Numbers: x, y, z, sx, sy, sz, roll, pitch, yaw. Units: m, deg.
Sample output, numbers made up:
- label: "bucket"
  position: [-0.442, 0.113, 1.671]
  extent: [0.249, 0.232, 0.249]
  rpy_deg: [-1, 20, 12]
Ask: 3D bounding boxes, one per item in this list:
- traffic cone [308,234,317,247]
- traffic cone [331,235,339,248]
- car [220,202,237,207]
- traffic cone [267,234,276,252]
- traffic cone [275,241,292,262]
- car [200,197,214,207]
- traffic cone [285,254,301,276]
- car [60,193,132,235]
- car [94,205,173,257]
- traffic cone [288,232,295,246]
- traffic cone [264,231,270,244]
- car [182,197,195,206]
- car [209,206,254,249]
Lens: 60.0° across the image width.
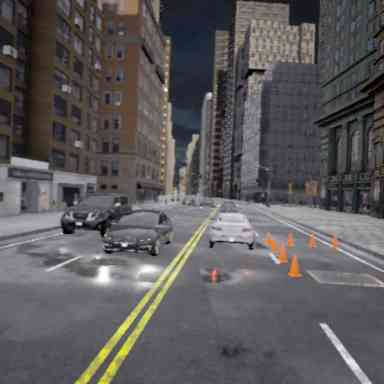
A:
- label: "traffic cone"
  position: [5.576, 2.223, 15.375]
  extent: [0.340, 0.580, 0.340]
  rpy_deg: [2, 0, 6]
- label: "traffic cone"
  position: [6.570, 2.263, 15.272]
  extent: [0.340, 0.580, 0.340]
  rpy_deg: [2, 0, 6]
- label: "car"
  position: [4.139, 1.814, 37.789]
  extent: [2.033, 1.411, 5.357]
  rpy_deg: [2, 0, 6]
- label: "traffic cone"
  position: [3.382, 2.128, 13.593]
  extent: [0.340, 0.580, 0.340]
  rpy_deg: [2, 0, 6]
- label: "traffic cone"
  position: [3.175, 2.115, 11.604]
  extent: [0.340, 0.580, 0.340]
  rpy_deg: [2, 0, 6]
- label: "car"
  position: [2.545, 1.600, 55.236]
  extent: [2.097, 1.767, 4.553]
  rpy_deg: [2, 0, 6]
- label: "traffic cone"
  position: [2.968, 2.101, 9.615]
  extent: [0.340, 0.580, 0.340]
  rpy_deg: [2, 0, 6]
- label: "car"
  position: [-4.697, 1.074, 17.417]
  extent: [2.150, 2.045, 5.566]
  rpy_deg: [2, 0, 6]
- label: "car"
  position: [-1.902, 1.460, 13.020]
  extent: [1.837, 1.490, 4.892]
  rpy_deg: [2, 0, 6]
- label: "traffic cone"
  position: [4.582, 2.182, 15.479]
  extent: [0.340, 0.580, 0.340]
  rpy_deg: [2, 0, 6]
- label: "traffic cone"
  position: [3.589, 2.142, 15.583]
  extent: [0.340, 0.580, 0.340]
  rpy_deg: [2, 0, 6]
- label: "car"
  position: [-0.524, 1.620, 57.109]
  extent: [2.128, 1.511, 4.902]
  rpy_deg: [2, 0, 7]
- label: "car"
  position: [1.798, 1.638, 15.285]
  extent: [1.812, 1.442, 4.674]
  rpy_deg: [2, 0, 6]
